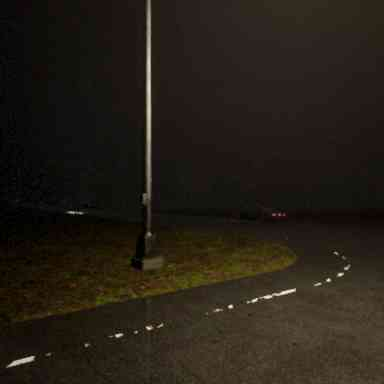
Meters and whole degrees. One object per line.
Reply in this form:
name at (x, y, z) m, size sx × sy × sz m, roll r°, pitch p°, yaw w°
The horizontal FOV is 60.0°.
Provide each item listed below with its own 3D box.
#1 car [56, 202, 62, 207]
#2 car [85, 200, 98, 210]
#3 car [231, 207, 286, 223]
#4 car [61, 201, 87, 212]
car at (-33.612, 3.199, 85.891) m, size 1.882 × 1.535 × 5.008 m, roll 3°, pitch -2°, yaw -35°
car at (-20.954, 2.587, 67.907) m, size 2.150 × 2.045 × 5.566 m, roll 3°, pitch -3°, yaw -35°
car at (5.849, 2.007, 29.790) m, size 2.033 × 1.411 × 5.357 m, roll 3°, pitch -3°, yaw -35°
car at (-18.677, 2.409, 52.579) m, size 1.994 × 1.385 × 4.181 m, roll 3°, pitch -3°, yaw -34°
